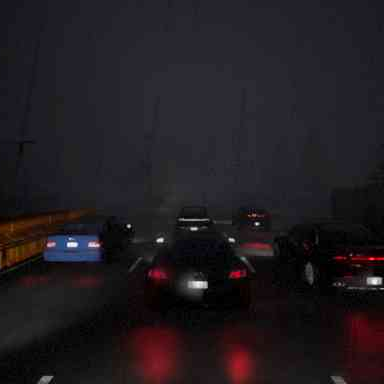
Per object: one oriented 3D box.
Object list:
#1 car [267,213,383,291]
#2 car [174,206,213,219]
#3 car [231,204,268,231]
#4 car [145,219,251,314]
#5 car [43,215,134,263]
[{"bbox_3d":[3.595,1.505,8.989,1.837,1.490,4.892,0,0,0],"label":"car"},{"bbox_3d":[0.093,1.492,17.672,2.128,1.511,4.902,0,0,0],"label":"car"},{"bbox_3d":[3.591,1.505,20.756,1.837,1.490,4.892,0,0,0],"label":"car"},{"bbox_3d":[0.097,1.564,7.723,1.994,1.385,4.181,0,0,0],"label":"car"},{"bbox_3d":[-3.404,1.548,11.948,2.033,1.411,5.357,0,0,0],"label":"car"}]
